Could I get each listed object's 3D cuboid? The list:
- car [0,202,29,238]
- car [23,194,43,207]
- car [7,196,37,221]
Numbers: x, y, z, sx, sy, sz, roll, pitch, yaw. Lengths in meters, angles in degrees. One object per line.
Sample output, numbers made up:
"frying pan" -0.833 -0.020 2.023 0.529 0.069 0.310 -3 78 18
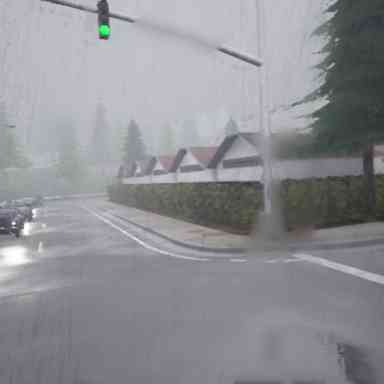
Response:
"car" -9.507 1.490 16.627 1.895 1.301 4.718 -4 2 -23
"car" -18.416 0.976 38.065 2.128 1.511 4.902 -4 3 -15
"car" -12.265 1.328 23.296 1.994 1.385 4.181 -4 2 -23
